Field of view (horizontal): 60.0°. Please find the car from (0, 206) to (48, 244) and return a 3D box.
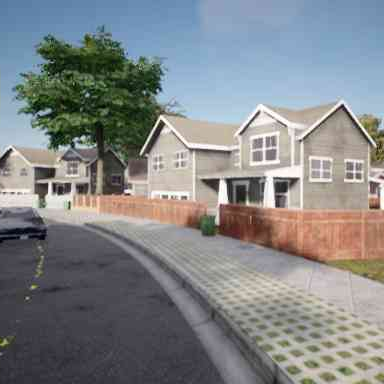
[{"bbox_3d":[-7.941,1.368,15.309,2.033,1.411,5.357,0,1,-31],"label":"car"}]
